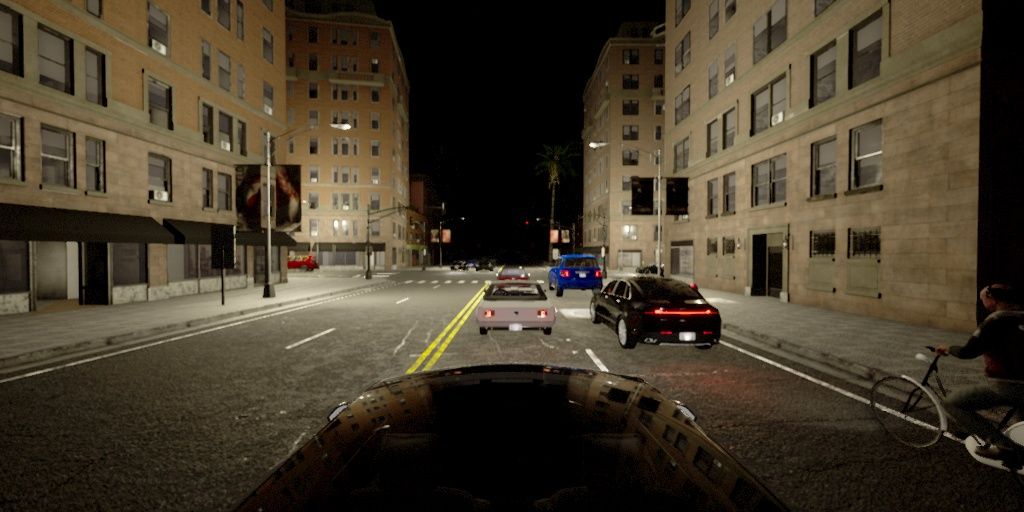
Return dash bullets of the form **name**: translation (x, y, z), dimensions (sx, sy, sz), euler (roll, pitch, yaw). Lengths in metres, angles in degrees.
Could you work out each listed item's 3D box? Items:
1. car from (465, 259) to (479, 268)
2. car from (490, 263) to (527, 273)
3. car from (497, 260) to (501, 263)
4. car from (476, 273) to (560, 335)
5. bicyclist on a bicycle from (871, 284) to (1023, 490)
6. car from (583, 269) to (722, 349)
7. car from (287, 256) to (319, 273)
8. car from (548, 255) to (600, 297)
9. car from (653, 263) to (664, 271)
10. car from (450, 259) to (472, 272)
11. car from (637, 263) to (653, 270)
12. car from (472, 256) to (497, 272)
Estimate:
- **car**: translation (-6.678, 1.299, 60.335), dimensions (1.812, 1.442, 4.674), euler (0, 0, 0)
- **car**: translation (0.068, 1.304, 20.036), dimensions (2.033, 1.411, 5.357), euler (0, 0, 0)
- **car**: translation (-3.419, 1.267, 64.526), dimensions (2.128, 1.511, 4.902), euler (0, 0, 0)
- **car**: translation (0.086, 1.354, 10.467), dimensions (1.895, 1.301, 4.718), euler (0, 0, 0)
- **bicyclist on a bicycle**: translation (4.143, 1.121, 3.233), dimensions (0.659, 1.776, 1.843), euler (0, 0, 0)
- **car**: translation (3.292, 1.257, 9.127), dimensions (1.837, 1.490, 4.892), euler (0, 0, 0)
- **car**: translation (-23.961, 0.856, 39.364), dimensions (5.009, 1.841, 2.192), euler (0, 0, -9)
- **car**: translation (3.220, 0.978, 19.036), dimensions (2.150, 2.045, 5.566), euler (0, 0, 0)
- **car**: translation (16.151, 1.529, 33.941), dimensions (4.313, 1.339, 1.948), euler (0, 0, 0)
- **car**: translation (-6.680, 1.223, 45.808), dimensions (2.128, 1.511, 4.902), euler (0, -2, 0)
- **car**: translation (15.990, 1.444, 39.890), dimensions (4.181, 1.385, 1.994), euler (0, 1, 0)
- **car**: translation (-3.412, 1.097, 45.364), dimensions (2.097, 1.767, 4.553), euler (1, -1, 0)
